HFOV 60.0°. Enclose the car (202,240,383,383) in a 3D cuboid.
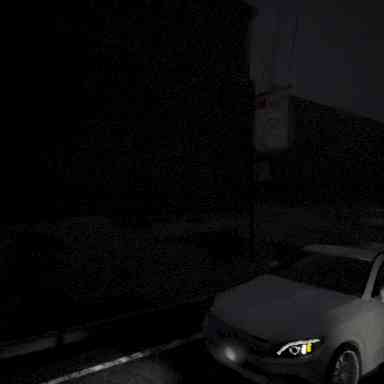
[{"bbox_3d":[2.325,1.532,5.064,4.674,1.442,1.812,0,0,-36],"label":"car"}]
